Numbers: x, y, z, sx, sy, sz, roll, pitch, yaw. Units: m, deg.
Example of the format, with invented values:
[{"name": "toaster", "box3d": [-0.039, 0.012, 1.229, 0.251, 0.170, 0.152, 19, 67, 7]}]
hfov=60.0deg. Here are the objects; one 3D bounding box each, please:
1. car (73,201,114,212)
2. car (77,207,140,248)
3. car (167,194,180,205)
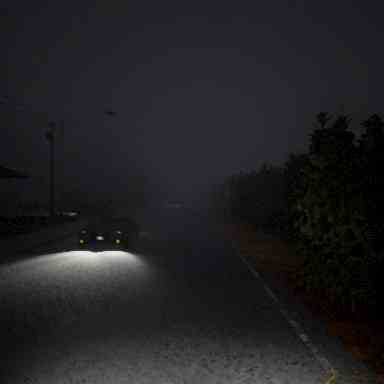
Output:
[{"name": "car", "box3d": [-10.105, 1.614, 34.234, 4.181, 1.385, 1.994, 0, 0, 2]}, {"name": "car", "box3d": [-3.539, 1.598, 14.814, 1.994, 1.385, 4.181, 0, 0, 1]}, {"name": "car", "box3d": [-3.505, 1.360, 62.619, 2.150, 2.045, 5.566, 0, 0, 0]}]
